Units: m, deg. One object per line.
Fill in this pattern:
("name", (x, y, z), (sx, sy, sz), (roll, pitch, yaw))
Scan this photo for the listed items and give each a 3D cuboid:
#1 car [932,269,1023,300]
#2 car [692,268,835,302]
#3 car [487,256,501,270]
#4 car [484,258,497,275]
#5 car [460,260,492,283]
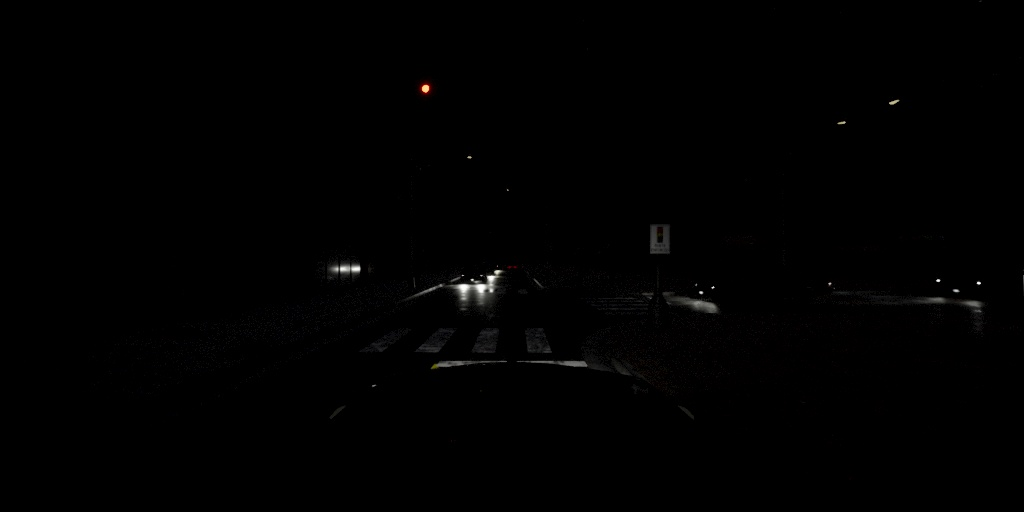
("car", (21.989, 1.222, 15.982), (4.718, 1.301, 1.895), (0, 0, 0))
("car", (11.062, 1.226, 15.942), (5.357, 1.411, 2.033), (0, 0, 0))
("car", (-2.863, 1.003, 52.634), (2.150, 2.045, 5.566), (0, 0, 1))
("car", (-2.875, 1.267, 38.463), (1.837, 1.490, 4.892), (0, 0, 0))
("car", (-2.883, 1.303, 28.057), (2.033, 1.411, 5.357), (0, 0, -1))
